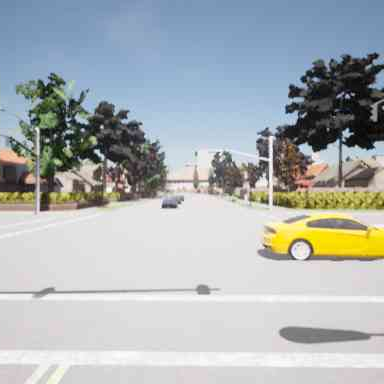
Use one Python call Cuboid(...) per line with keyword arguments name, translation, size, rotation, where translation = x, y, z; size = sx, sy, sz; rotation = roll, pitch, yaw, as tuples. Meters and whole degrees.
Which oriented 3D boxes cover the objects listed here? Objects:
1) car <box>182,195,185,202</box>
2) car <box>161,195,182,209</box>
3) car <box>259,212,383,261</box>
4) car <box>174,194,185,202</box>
Cuboid(name="car", translation=(-2.691, 1.297, 54.631), size=(2.033, 1.411, 5.357), rotation=(0, 0, 1))
Cuboid(name="car", translation=(-2.799, 1.352, 42.672), size=(2.033, 1.411, 5.357), rotation=(0, 0, 1))
Cuboid(name="car", translation=(4.872, 1.474, 11.363), size=(5.008, 1.535, 1.882), rotation=(1, 0, 1))
Cuboid(name="car", translation=(-2.484, 1.229, 69.420), size=(2.033, 1.411, 5.357), rotation=(0, 0, 0))
